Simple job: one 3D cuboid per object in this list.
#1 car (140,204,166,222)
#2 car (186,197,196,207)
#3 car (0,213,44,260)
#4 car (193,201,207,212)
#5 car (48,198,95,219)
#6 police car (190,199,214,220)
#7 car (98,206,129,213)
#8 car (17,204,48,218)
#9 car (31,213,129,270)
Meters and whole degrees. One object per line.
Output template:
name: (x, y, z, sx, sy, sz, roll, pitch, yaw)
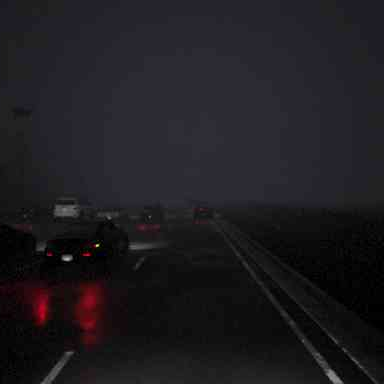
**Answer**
car: (-3.394, 1.803, 29.513, 2.128, 1.511, 4.902, 0, -1, 0)
car: (0.014, 1.929, 67.246, 2.150, 2.045, 5.566, 0, -1, 0)
car: (-6.897, 1.642, 10.879, 1.812, 1.442, 4.674, 0, -1, 0)
car: (1.060, 2.006, 47.611, 1.837, 1.490, 4.892, 0, -1, 0)
car: (-10.394, 1.536, 29.777, 2.150, 2.045, 5.566, 0, -1, 0)
police car: (1.057, 1.759, 31.722, 1.930, 1.638, 5.238, 0, -1, 0)
car: (-6.893, 1.916, 29.867, 1.895, 1.301, 4.718, 0, -1, 0)
car: (-13.893, 1.809, 30.048, 2.128, 1.511, 4.902, 0, -1, 0)
car: (-3.397, 1.647, 11.361, 1.812, 1.442, 4.674, 0, -1, 0)
